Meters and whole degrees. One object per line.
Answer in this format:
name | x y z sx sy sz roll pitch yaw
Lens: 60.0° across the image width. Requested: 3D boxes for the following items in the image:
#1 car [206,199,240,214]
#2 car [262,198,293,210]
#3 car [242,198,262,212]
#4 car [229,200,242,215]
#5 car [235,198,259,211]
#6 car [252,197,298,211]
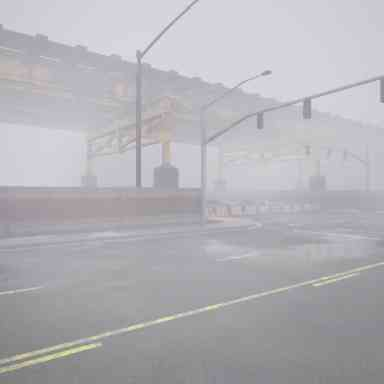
car | 2.288 1.295 33.715 4.536 1.218 1.853 0 0 8
car | 9.944 1.295 40.145 4.536 1.218 1.853 0 0 -7
car | 6.084 1.453 36.393 2.038 1.542 4.974 0 0 18
car | 2.339 1.453 33.708 4.974 1.542 2.038 0 0 8
car | 6.100 1.295 36.442 1.853 1.218 4.536 0 0 18
car | 9.995 1.453 40.152 4.974 1.542 2.038 0 0 -7
